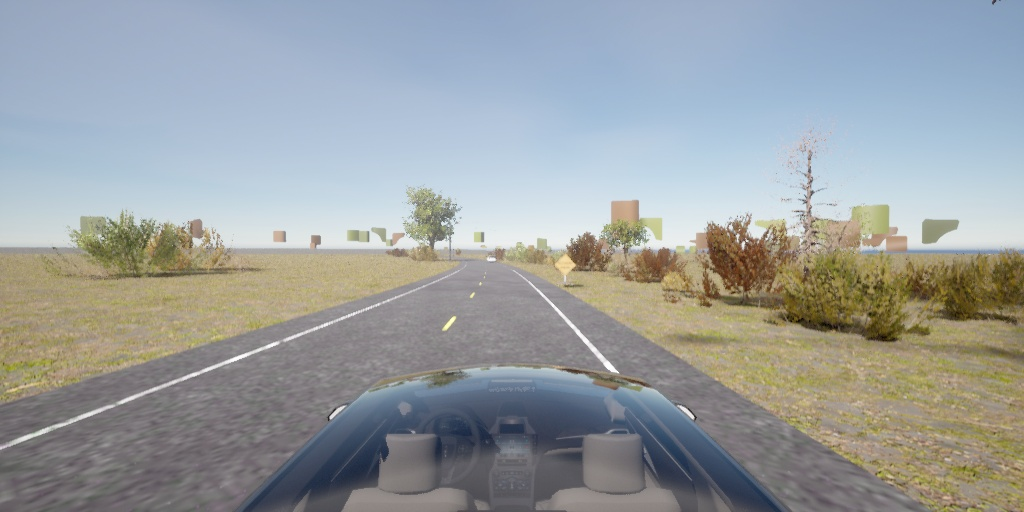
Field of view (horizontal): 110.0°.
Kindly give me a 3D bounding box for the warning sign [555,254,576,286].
[{"bbox_3d":[3.226,0.818,21.837,1.300,1.860,1.060,0,0,-2],"label":"warning sign"}]
